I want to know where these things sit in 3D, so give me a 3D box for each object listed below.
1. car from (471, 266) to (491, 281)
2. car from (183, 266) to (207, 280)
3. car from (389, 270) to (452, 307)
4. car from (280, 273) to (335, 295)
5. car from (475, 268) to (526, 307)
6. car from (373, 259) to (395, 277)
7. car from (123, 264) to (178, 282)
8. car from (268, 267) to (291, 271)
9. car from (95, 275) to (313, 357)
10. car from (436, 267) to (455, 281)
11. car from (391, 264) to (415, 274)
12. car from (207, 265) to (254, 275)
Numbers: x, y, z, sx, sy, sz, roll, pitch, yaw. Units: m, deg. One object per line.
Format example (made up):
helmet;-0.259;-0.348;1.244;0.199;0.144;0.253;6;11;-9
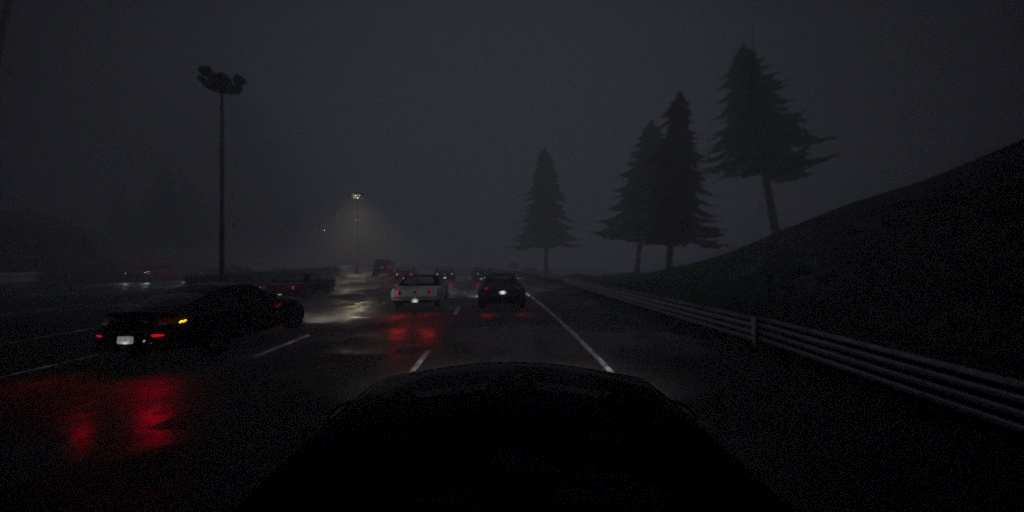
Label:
car;-2.771;1.627;33.704;1.895;1.301;4.718;0;0;-11
car;-32.574;1.766;38.069;1.812;1.442;4.674;0;-1;-14
car;-4.006;1.493;16.321;1.895;1.301;4.718;0;0;-5
car;-11.285;1.561;19.251;1.895;1.301;4.718;0;0;-6
car;-0.527;1.435;16.191;1.994;1.385;4.181;0;0;-4
car;-15.615;1.407;43.700;2.150;2.045;5.566;0;0;-15
car;-35.541;1.589;35.385;2.097;1.767;4.553;0;-1;-13
car;-25.724;1.812;39.542;1.895;1.301;4.718;0;-1;-14
car;-7.090;1.375;8.802;1.812;1.442;4.674;0;0;-2
car;-6.349;1.649;33.800;1.895;1.301;4.718;0;0;-11
car;-9.937;1.672;33.948;1.895;1.301;4.718;0;0;-11
car;-28.800;1.702;37.273;2.128;1.511;4.902;0;0;-13
